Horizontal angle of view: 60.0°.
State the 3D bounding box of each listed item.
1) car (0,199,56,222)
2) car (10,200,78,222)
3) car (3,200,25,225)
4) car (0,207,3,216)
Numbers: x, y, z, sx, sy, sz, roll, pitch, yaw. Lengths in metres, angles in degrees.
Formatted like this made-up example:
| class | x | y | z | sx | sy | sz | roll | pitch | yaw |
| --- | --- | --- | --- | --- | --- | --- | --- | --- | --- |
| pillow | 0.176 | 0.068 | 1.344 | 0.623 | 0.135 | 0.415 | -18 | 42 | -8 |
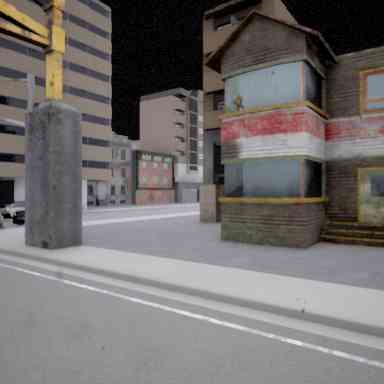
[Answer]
| class | x | y | z | sx | sy | sz | roll | pitch | yaw |
| --- | --- | --- | --- | --- | --- | --- | --- | --- | --- |
| car | -13.267 | 1.384 | 25.659 | 4.974 | 1.542 | 2.038 | 0 | 0 | -30 |
| car | -10.052 | 1.233 | 23.035 | 1.853 | 1.218 | 4.536 | 0 | 0 | 15 |
| car | -10.065 | 1.391 | 22.985 | 2.038 | 1.542 | 4.974 | 0 | 0 | 15 |
| car | -13.222 | 1.226 | 25.685 | 4.536 | 1.218 | 1.853 | 0 | 0 | -30 |
